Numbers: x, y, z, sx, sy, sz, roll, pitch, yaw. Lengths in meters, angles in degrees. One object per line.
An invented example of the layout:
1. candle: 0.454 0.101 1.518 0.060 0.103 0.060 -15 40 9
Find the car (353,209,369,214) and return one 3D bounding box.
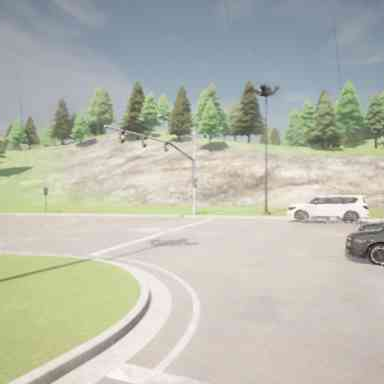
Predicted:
1. car: 9.153 1.573 13.652 4.181 1.385 1.994 0 0 19

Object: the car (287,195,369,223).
1. car: 9.891 1.235 24.453 5.566 2.045 2.150 0 0 17

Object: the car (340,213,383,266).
1. car: 7.199 1.571 10.608 4.181 1.385 1.994 0 0 18
